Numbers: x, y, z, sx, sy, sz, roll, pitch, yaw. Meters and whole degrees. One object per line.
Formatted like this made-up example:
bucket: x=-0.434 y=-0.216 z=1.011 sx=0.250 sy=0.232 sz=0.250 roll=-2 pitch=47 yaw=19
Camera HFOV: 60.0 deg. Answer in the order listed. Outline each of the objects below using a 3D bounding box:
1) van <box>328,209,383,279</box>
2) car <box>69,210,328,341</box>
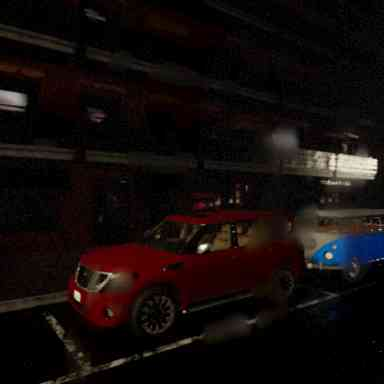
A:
van: x=4.749 y=1.403 z=9.946 sx=3.998 sy=1.788 sz=1.690 roll=0 pitch=0 yaw=-36
car: x=0.240 y=1.341 z=6.728 sx=5.009 sy=1.841 sz=2.192 roll=0 pitch=0 yaw=-36
